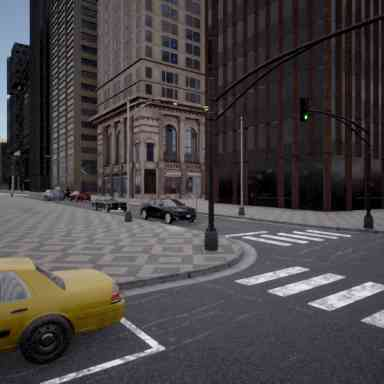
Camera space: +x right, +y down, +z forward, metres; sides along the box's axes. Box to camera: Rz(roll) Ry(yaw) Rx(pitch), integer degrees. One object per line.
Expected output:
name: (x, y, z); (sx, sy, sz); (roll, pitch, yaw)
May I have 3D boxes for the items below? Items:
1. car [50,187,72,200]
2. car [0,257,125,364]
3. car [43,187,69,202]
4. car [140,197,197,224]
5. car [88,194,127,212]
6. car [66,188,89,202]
car: (-21.984, 0.133, 55.718); (2.150, 2.045, 5.566); (0, 1, -36)
car: (-3.317, 1.525, 4.283); (4.829, 1.417, 1.752); (0, 0, -35)
car: (-19.515, 0.419, 47.052); (2.097, 1.767, 4.553); (0, 1, -35)
car: (-1.661, 1.128, 21.996); (1.882, 1.535, 5.008); (0, 1, -36)
car: (-7.451, 1.059, 30.084); (1.895, 1.301, 4.718); (0, 1, -36)
car: (-16.019, 0.575, 47.460); (1.882, 1.535, 5.008); (0, 1, -35)
